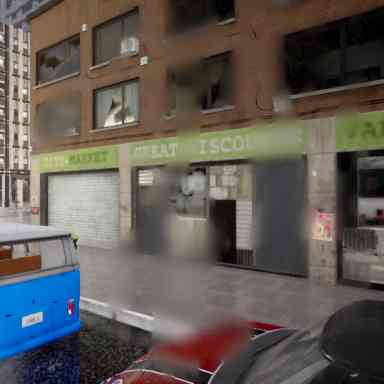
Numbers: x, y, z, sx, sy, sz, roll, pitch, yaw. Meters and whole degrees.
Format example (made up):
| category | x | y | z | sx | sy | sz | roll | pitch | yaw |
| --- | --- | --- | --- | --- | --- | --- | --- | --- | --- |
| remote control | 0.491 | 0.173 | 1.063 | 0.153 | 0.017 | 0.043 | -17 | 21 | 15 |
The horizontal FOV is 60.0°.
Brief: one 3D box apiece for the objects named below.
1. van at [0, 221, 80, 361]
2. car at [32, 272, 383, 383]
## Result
| category | x | y | z | sx | sy | sz | roll | pitch | yaw |
| --- | --- | --- | --- | --- | --- | --- | --- | --- | --- |
| van | -3.485 | 1.343 | 5.197 | 3.998 | 1.788 | 1.690 | 0 | 0 | 35 |
| car | 1.155 | 1.440 | 1.903 | 4.097 | 1.590 | 1.967 | 0 | 0 | 35 |
